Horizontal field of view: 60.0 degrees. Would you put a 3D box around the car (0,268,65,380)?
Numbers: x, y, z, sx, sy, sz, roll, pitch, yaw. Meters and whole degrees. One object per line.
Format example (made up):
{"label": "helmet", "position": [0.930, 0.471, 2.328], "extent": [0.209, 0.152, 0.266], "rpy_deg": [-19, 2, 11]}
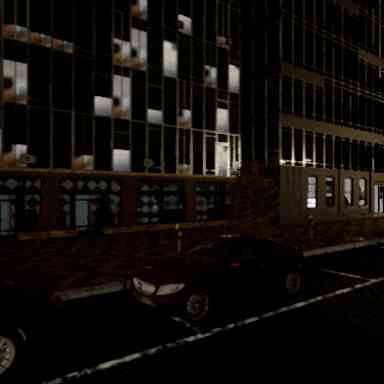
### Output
{"label": "car", "position": [-3.864, 1.543, 3.799], "extent": [4.507, 1.381, 1.887], "rpy_deg": [0, 0, -36]}

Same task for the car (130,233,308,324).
{"label": "car", "position": [0.763, 1.588, 7.116], "extent": [4.206, 1.307, 1.802], "rpy_deg": [0, 0, -36]}
